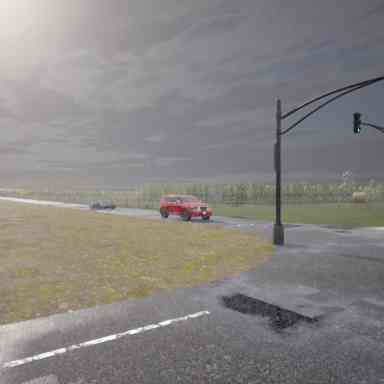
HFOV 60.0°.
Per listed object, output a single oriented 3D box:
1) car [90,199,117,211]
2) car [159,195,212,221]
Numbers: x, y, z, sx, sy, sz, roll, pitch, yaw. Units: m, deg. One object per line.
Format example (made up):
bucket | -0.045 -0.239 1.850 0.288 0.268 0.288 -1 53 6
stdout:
car | -11.463 1.619 42.609 2.033 1.411 5.357 0 0 -36
car | -0.670 1.256 27.755 2.150 2.045 5.566 0 0 -36
